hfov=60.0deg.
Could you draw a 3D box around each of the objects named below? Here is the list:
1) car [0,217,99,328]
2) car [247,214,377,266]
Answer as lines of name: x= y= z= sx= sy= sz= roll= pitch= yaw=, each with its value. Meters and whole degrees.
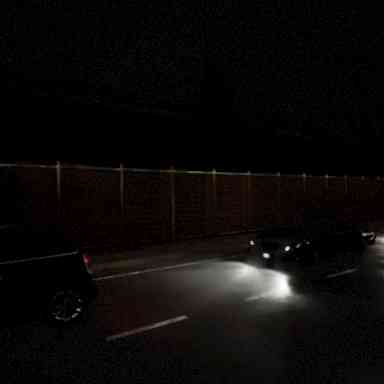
car: x=-3.990 y=1.374 z=5.411 sx=4.553 sy=1.767 sz=2.097 roll=-1 pitch=0 yaw=-36
car: x=4.367 y=1.508 z=11.577 sx=5.357 sy=1.411 sz=2.033 roll=0 pitch=0 yaw=-36
